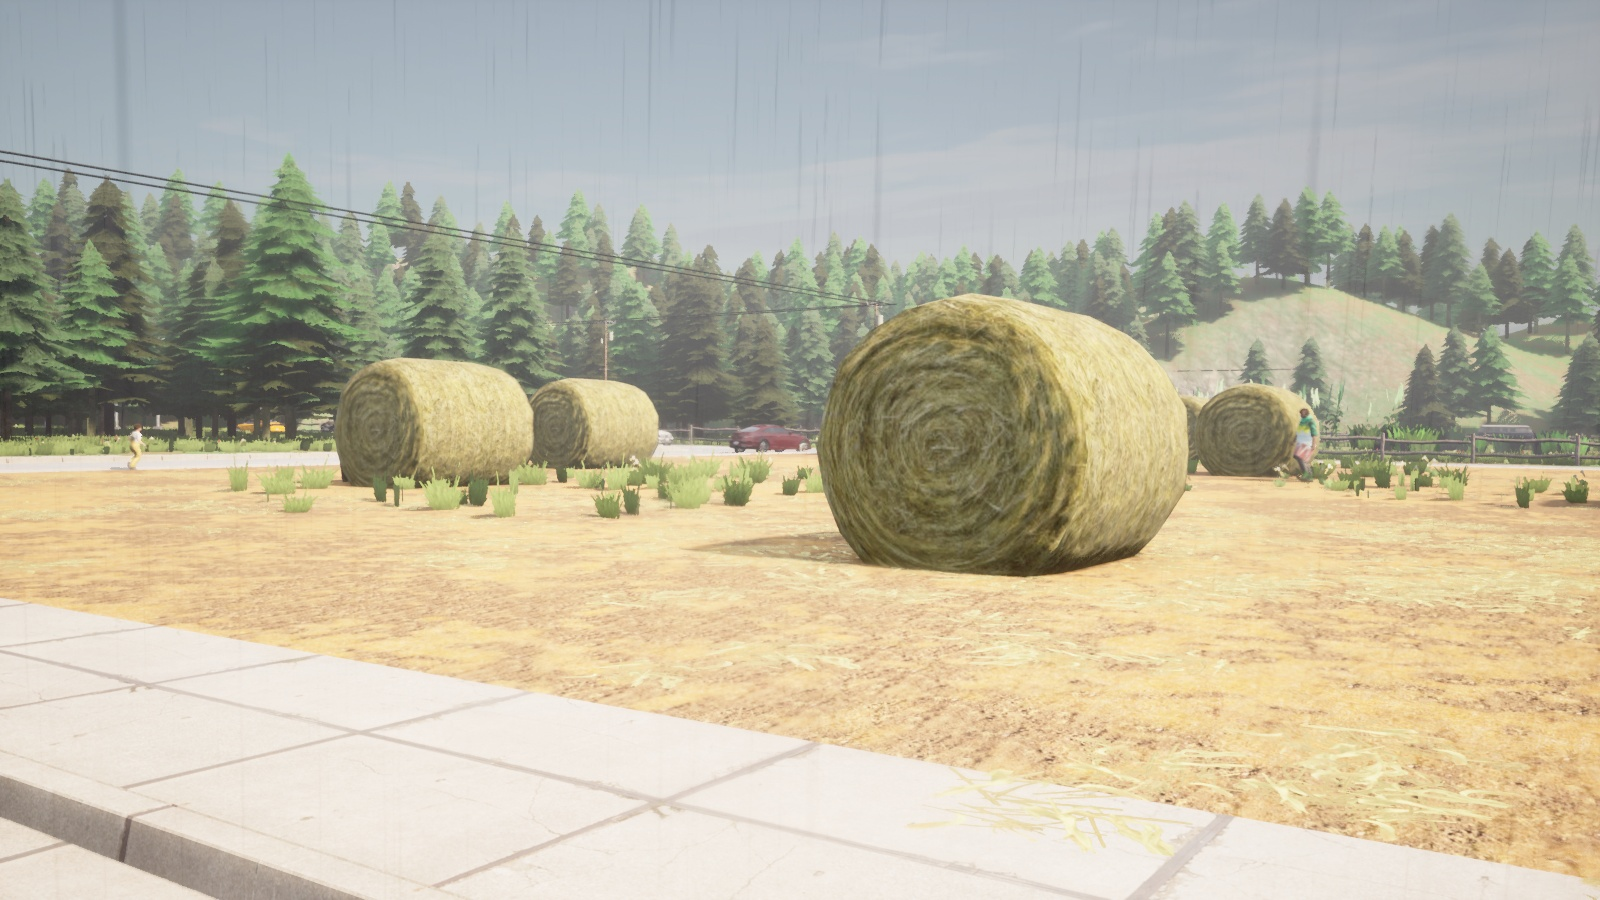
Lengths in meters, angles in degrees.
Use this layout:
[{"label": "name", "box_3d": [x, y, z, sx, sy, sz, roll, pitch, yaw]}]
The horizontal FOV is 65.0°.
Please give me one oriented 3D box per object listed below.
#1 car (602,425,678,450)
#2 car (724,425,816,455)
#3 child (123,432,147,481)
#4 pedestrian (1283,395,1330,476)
[{"label": "car", "box_3d": [-9.856, -0.765, 77.078, 4.674, 1.442, 1.812, 0, 2, 38]}, {"label": "car", "box_3d": [-1.484, -0.511, 62.991, 1.812, 1.442, 4.674, 0, 2, 44]}, {"label": "child", "box_3d": [-17.163, 0.162, 32.406, 0.270, 1.263, 0.437, 0, 1, 31]}, {"label": "pedestrian", "box_3d": [12.461, -0.364, 30.899, 0.873, 1.952, 0.659, -1, 1, -5]}]
